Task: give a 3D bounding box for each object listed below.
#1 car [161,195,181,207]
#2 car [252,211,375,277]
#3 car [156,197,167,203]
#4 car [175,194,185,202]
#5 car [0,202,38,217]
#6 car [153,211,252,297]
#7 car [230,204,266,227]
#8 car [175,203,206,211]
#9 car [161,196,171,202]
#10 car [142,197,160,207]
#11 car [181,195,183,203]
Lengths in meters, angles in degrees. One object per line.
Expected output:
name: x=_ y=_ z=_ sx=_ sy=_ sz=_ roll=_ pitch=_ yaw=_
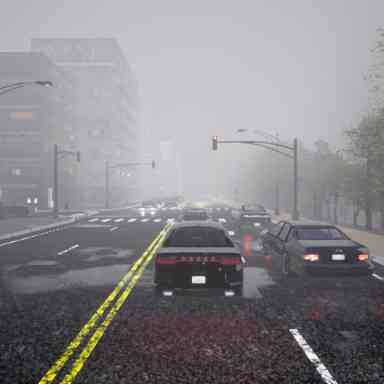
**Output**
car: x=-3.104 y=1.562 z=50.354 sx=2.033 sy=1.411 sz=5.357 roll=0 pitch=0 yaw=0
car: x=3.395 y=1.548 z=10.158 sx=2.033 sy=1.411 sz=5.357 roll=0 pitch=0 yaw=1
car: x=-6.180 y=1.629 z=68.348 sx=1.895 sy=1.301 sz=4.718 roll=0 pitch=0 yaw=1
car: x=-2.873 y=1.394 z=79.020 sx=2.097 sy=1.767 sz=4.553 roll=0 pitch=0 yaw=0
car: x=-18.182 y=1.723 z=33.577 sx=4.902 sy=1.511 sz=2.128 roll=-1 pitch=0 yaw=-1
car: x=0.140 y=1.478 z=8.650 sx=1.882 sy=1.535 sz=5.008 roll=0 pitch=0 yaw=0
car: x=3.443 y=1.494 z=19.900 sx=2.128 sy=1.511 sz=4.902 roll=0 pitch=0 yaw=0
car: x=0.190 y=1.566 z=18.990 sx=1.994 sy=1.385 sz=4.181 roll=0 pitch=0 yaw=0
car: x=-6.125 y=1.591 z=78.592 sx=1.994 sy=1.385 sz=4.181 roll=0 pitch=0 yaw=0
car: x=-6.354 y=1.615 z=50.115 sx=1.895 sy=1.301 sz=4.718 roll=0 pitch=0 yaw=0
car: x=-3.043 y=1.526 z=59.954 sx=1.837 sy=1.490 sz=4.892 roll=0 pitch=0 yaw=0
